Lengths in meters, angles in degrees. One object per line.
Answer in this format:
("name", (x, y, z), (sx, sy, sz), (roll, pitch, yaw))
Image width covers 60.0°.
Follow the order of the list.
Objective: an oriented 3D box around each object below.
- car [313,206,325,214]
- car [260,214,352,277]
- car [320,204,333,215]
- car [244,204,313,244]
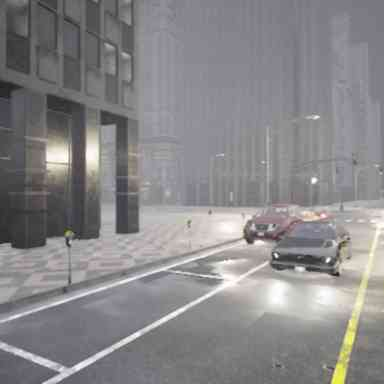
("car", (7.056, 1.832, 21.423), (1.752, 1.417, 4.829), (-1, -1, 30))
("car", (4.244, 1.709, 11.197), (2.033, 1.411, 5.357), (-1, -1, 31))
("car", (9.984, 1.816, 26.398), (1.967, 1.590, 4.097), (-1, -1, 30))
("car", (4.299, 1.557, 16.746), (2.192, 1.841, 5.009), (-1, -1, 30))
